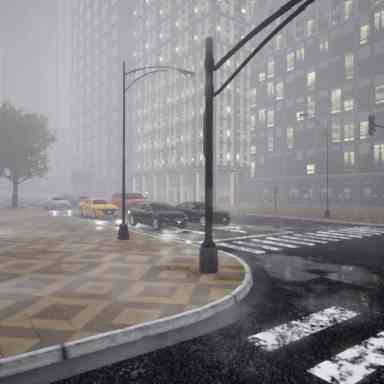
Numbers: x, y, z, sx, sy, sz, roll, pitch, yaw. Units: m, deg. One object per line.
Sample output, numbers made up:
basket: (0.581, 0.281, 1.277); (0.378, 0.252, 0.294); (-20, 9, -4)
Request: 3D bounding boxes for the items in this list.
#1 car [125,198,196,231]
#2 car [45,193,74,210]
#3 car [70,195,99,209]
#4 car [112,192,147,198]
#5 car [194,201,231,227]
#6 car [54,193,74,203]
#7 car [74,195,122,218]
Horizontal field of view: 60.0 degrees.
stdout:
car: (-2.129, 1.357, 19.793); (1.837, 1.490, 4.892); (0, 0, -37)
car: (-14.911, 1.201, 36.975); (1.812, 1.442, 4.674); (0, 0, -36)
car: (-12.923, 1.158, 39.754); (1.882, 1.535, 5.008); (0, 0, -37)
car: (-5.489, 1.008, 29.742); (2.150, 2.045, 5.566); (0, 0, -37)
car: (0.445, 1.344, 21.779); (1.882, 1.535, 5.008); (0, 0, -37)
car: (-22.553, 0.985, 58.435); (1.882, 1.535, 5.008); (0, 0, -37)
car: (-7.783, 1.254, 27.388); (1.882, 1.535, 5.008); (0, 0, -37)
